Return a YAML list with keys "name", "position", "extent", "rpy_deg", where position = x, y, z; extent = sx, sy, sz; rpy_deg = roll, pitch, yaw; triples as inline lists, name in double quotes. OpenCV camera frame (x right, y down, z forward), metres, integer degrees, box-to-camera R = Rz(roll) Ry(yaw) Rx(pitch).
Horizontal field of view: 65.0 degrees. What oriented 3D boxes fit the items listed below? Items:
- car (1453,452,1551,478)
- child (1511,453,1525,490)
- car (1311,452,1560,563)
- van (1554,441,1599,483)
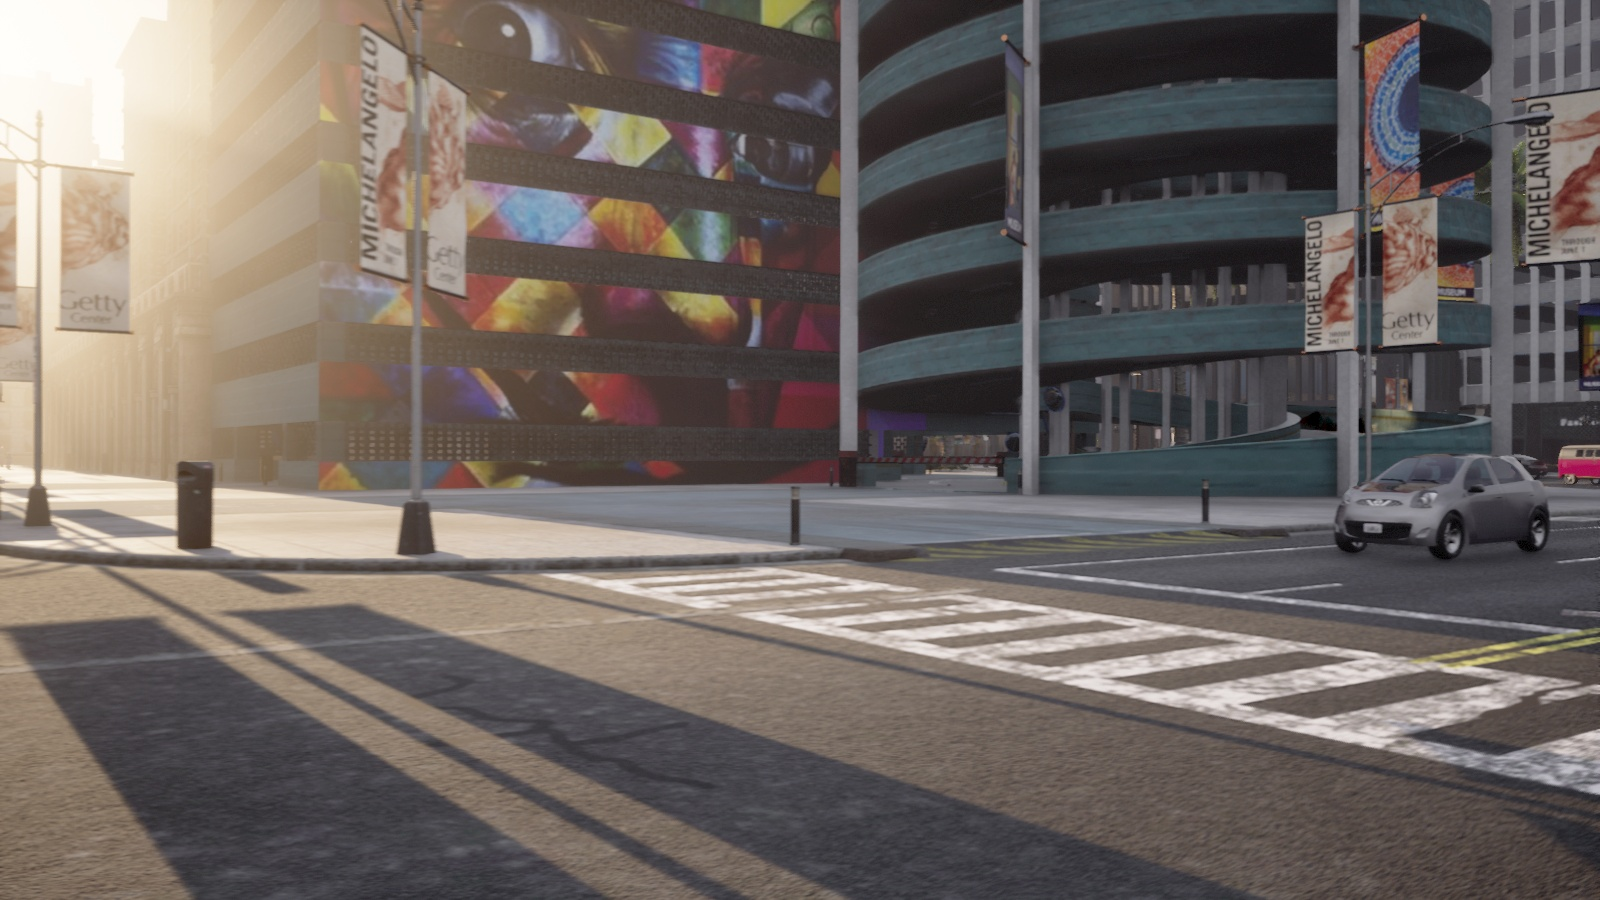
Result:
- name: "car"
  position: [41.448, 0.846, 74.284]
  extent: [1.837, 1.490, 4.892]
  rpy_deg: [0, 0, -24]
- name: "child"
  position: [24.532, 0.736, 42.929]
  extent: [0.437, 1.263, 0.270]
  rpy_deg: [0, 0, -39]
- name: "car"
  position: [9.581, 0.785, 18.869]
  extent: [3.633, 1.501, 1.845]
  rpy_deg: [0, 0, -35]
- name: "van"
  position: [38.541, 0.565, 60.039]
  extent: [1.775, 1.987, 4.442]
  rpy_deg: [0, 0, -10]
